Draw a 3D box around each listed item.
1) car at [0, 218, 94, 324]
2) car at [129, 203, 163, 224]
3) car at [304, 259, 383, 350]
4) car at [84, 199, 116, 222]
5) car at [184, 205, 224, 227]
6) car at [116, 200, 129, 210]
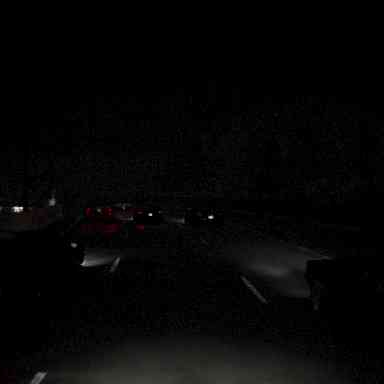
[{"bbox_3d":[-3.828,1.554,7.260,2.033,1.411,5.357,0,0,-5],"label":"car"},{"bbox_3d":[-3.392,1.560,25.145,1.994,1.385,4.181,0,0,-14],"label":"car"},{"bbox_3d":[3.312,1.590,4.702,1.895,1.301,4.718,0,0,-3],"label":"car"},{"bbox_3d":[-7.349,1.358,26.395,2.097,1.767,4.553,0,0,-15],"label":"car"},{"bbox_3d":[0.744,1.550,22.864,1.994,1.385,4.181,0,0,-12],"label":"car"},{"bbox_3d":[-9.026,1.604,41.578,1.895,1.301,4.718,0,0,-24],"label":"car"}]
